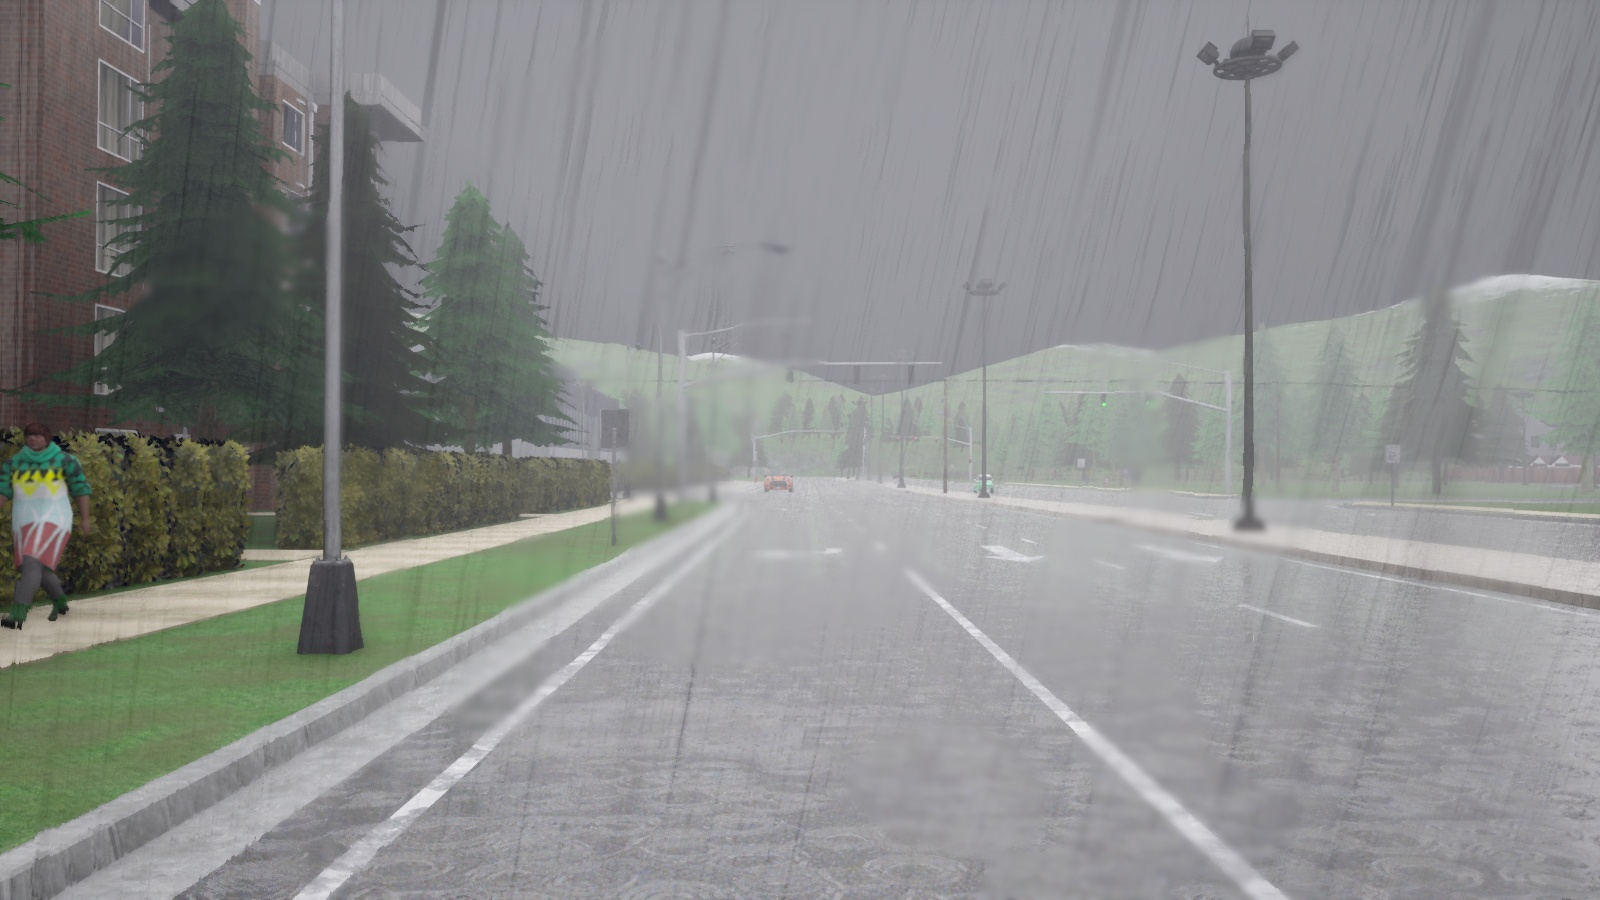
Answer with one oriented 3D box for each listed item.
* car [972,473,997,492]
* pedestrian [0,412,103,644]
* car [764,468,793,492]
[{"bbox_3d":[13.441,2.347,91.463,1.481,1.376,2.207,0,-1,0],"label":"car"},{"bbox_3d":[-6.692,0.665,11.011,0.659,1.952,0.873,0,-1,0],"label":"pedestrian"},{"bbox_3d":[-1.571,2.255,94.034,2.097,1.767,4.553,0,-1,0],"label":"car"}]
